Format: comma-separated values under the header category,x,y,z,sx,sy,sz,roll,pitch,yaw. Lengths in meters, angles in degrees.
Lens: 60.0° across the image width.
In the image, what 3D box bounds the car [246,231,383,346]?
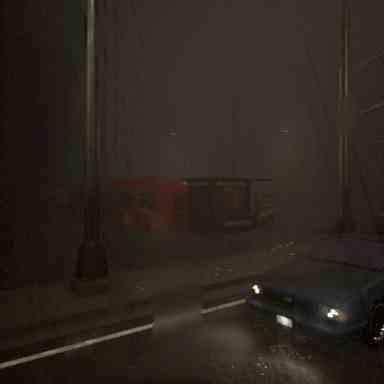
category,x,y,z,sx,sy,sz,roll,pitch,yaw
car,3.549,1.523,6.483,5.357,1.411,2.033,0,0,-35
